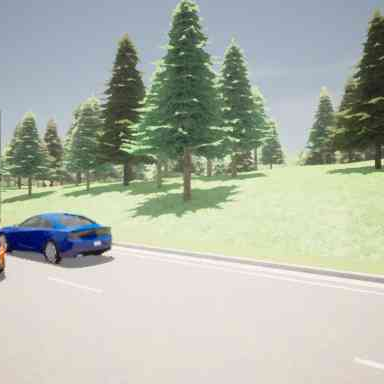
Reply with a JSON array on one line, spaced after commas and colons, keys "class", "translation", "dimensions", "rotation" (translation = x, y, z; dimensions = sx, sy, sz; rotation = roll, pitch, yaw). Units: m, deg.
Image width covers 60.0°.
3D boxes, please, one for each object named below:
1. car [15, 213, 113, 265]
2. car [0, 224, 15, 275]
[{"class": "car", "translation": [-4.968, 1.478, 11.853], "dimensions": [5.008, 1.535, 1.882], "rotation": [0, 0, 36]}, {"class": "car", "translation": [-7.094, 1.352, 9.071], "dimensions": [4.553, 1.767, 2.097], "rotation": [0, 0, 36]}]
